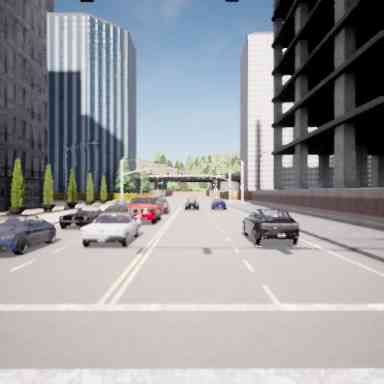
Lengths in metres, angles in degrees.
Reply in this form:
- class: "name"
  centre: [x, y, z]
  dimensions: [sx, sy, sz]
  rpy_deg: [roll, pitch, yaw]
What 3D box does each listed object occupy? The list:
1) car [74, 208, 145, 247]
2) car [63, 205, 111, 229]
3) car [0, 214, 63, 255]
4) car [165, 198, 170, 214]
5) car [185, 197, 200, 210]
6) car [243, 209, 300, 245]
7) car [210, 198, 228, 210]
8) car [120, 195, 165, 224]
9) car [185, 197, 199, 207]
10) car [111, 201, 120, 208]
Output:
- class: "car"
  centre: [-3.597, 1.635, 15.445]
  dimensions: [1.895, 1.301, 4.718]
  rpy_deg: [0, 0, 0]
- class: "car"
  centre: [-7.087, 1.637, 22.085]
  dimensions: [1.895, 1.301, 4.718]
  rpy_deg: [0, 0, 0]
- class: "car"
  centre: [-7.097, 1.597, 13.324]
  dimensions: [1.994, 1.385, 4.181]
  rpy_deg: [0, 0, 0]
- class: "car"
  centre: [-3.502, 1.393, 35.209]
  dimensions: [2.097, 1.767, 4.553]
  rpy_deg: [0, 0, 0]
- class: "car"
  centre: [0.022, 1.644, 43.155]
  dimensions: [1.895, 1.301, 4.718]
  rpy_deg: [0, 0, 0]
- class: "car"
  centre: [3.599, 1.526, 15.782]
  dimensions: [2.128, 1.511, 4.902]
  rpy_deg: [0, 0, 0]
- class: "car"
  centre: [3.504, 1.569, 43.762]
  dimensions: [1.812, 1.442, 4.674]
  rpy_deg: [0, 0, 0]
- class: "car"
  centre: [-3.576, 1.259, 25.220]
  dimensions: [2.150, 2.045, 5.566]
  rpy_deg: [0, 0, 0]
- class: "car"
  centre: [-0.003, 1.538, 52.422]
  dimensions: [2.128, 1.511, 4.902]
  rpy_deg: [0, 0, 0]
- class: "car"
  centre: [-7.020, 1.587, 32.714]
  dimensions: [2.033, 1.411, 5.357]
  rpy_deg: [0, 0, 0]
